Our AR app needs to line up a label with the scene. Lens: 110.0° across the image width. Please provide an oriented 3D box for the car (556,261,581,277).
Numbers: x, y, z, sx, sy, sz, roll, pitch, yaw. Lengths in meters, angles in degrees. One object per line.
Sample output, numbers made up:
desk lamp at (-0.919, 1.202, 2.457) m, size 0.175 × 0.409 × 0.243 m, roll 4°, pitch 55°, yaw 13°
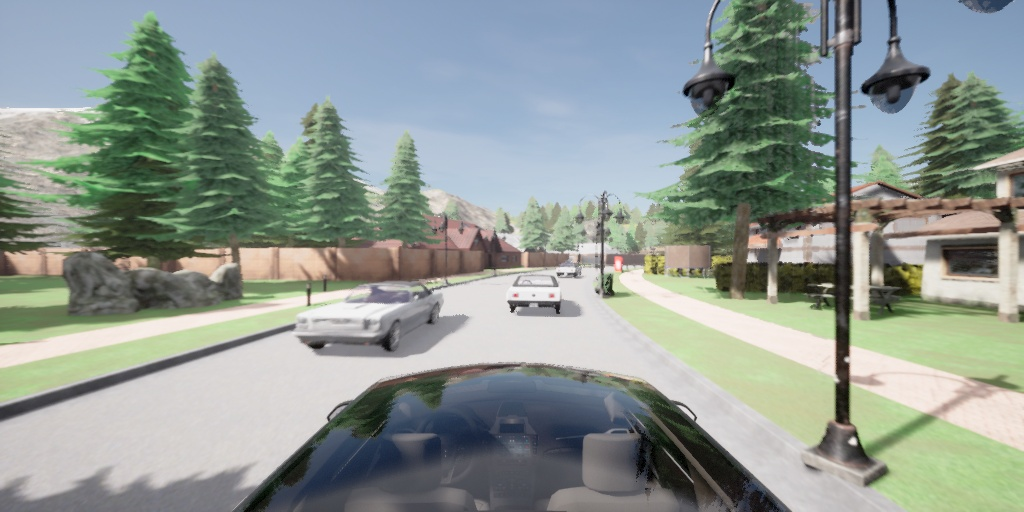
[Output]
car at (5.678, 1.384, 35.342) m, size 1.895 × 1.301 × 4.718 m, roll 0°, pitch 0°, yaw 18°

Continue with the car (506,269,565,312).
car at (0.988, 1.359, 14.211) m, size 1.895 × 1.301 × 4.718 m, roll 0°, pitch 0°, yaw 7°

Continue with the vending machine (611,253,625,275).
vending machine at (13.140, 1.010, 44.218) m, size 1.100 × 2.100 × 0.880 m, roll 0°, pitch 0°, yaw 25°

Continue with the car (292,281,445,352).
car at (-3.208, 1.341, 9.092) m, size 1.895 × 1.301 × 4.718 m, roll 0°, pitch 0°, yaw 4°
